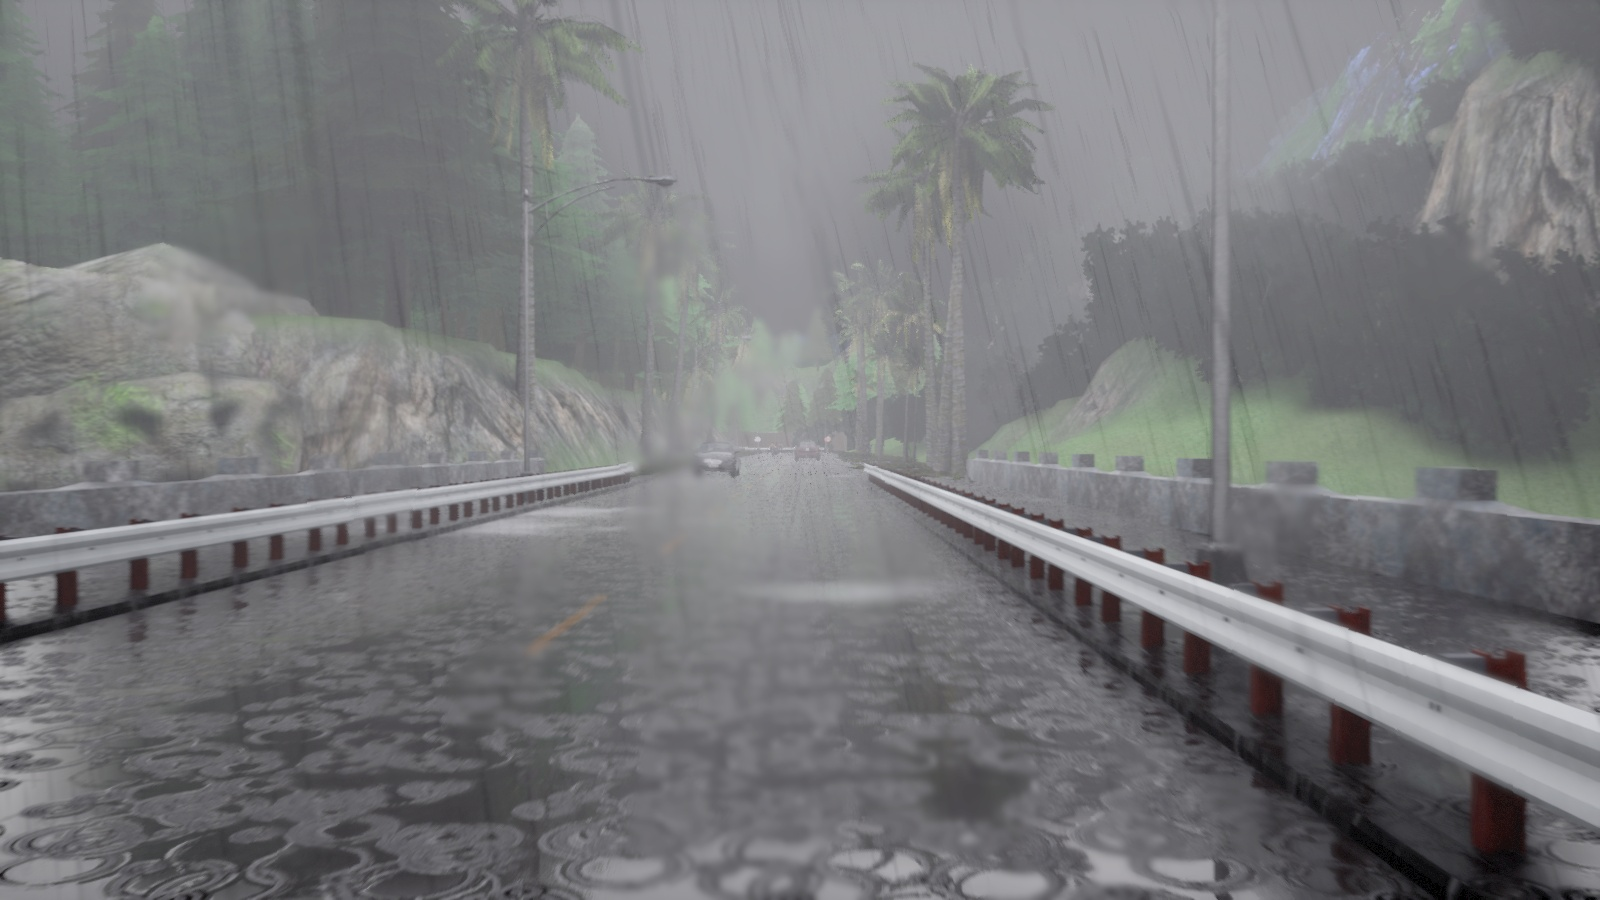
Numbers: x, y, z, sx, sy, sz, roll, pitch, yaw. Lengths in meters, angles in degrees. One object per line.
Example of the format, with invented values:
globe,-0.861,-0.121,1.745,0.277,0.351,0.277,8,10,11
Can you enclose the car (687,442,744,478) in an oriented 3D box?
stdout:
car,-3.672,0.391,55.444,2.128,1.511,4.902,0,0,0
